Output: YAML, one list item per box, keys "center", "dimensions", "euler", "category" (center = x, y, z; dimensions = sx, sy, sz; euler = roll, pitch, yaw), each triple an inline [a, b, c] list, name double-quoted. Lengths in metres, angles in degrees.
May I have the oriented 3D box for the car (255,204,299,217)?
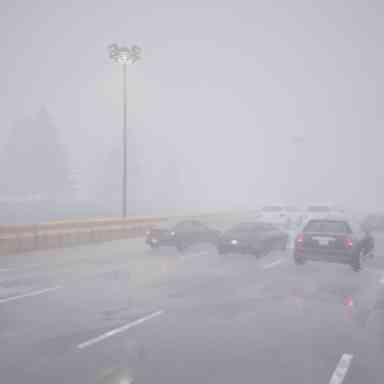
- center: [7.631, 2.024, 28.069]
  dimensions: [2.150, 2.045, 5.566]
  euler: [-1, -2, 34]
  category: "car"

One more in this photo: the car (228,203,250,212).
- center: [8.666, 2.898, 58.218]
  dimensions: [2.150, 2.045, 5.566]
  euler: [-1, -2, 25]
  category: "car"

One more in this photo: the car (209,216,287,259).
- center: [2.833, 1.995, 14.825]
  dimensions: [1.994, 1.385, 4.181]
  euler: [-1, -2, 35]
  category: "car"

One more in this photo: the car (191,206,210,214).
- center: [1.819, 3.301, 59.981]
  dimensions: [2.033, 1.411, 5.357]
  euler: [-1, -2, 27]
  category: "car"

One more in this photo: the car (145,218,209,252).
- center: [-0.317, 2.015, 16.431]
  dimensions: [1.812, 1.442, 4.674]
  euler: [-1, -3, 35]
  category: "car"

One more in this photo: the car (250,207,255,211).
- center: [11.959, 3.110, 57.033]
  dimensions: [1.882, 1.535, 5.008]
  euler: [-1, -2, 25]
  category: "car"

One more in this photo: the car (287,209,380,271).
- center: [5.495, 1.706, 12.536]
  dimensions: [2.097, 1.767, 4.553]
  euler: [-1, -2, 35]
  category: "car"

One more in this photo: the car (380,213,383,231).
- center: [14.100, 2.258, 25.132]
  dimensions: [1.994, 1.385, 4.181]
  euler: [-1, -2, 34]
  category: "car"

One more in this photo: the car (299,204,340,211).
- center: [10.523, 1.956, 26.103]
  dimensions: [2.150, 2.045, 5.566]
  euler: [-1, -2, 34]
  category: "car"

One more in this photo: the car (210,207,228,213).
- center: [5.311, 3.286, 59.315]
  dimensions: [1.994, 1.385, 4.181]
  euler: [-1, -2, 25]
  category: "car"
